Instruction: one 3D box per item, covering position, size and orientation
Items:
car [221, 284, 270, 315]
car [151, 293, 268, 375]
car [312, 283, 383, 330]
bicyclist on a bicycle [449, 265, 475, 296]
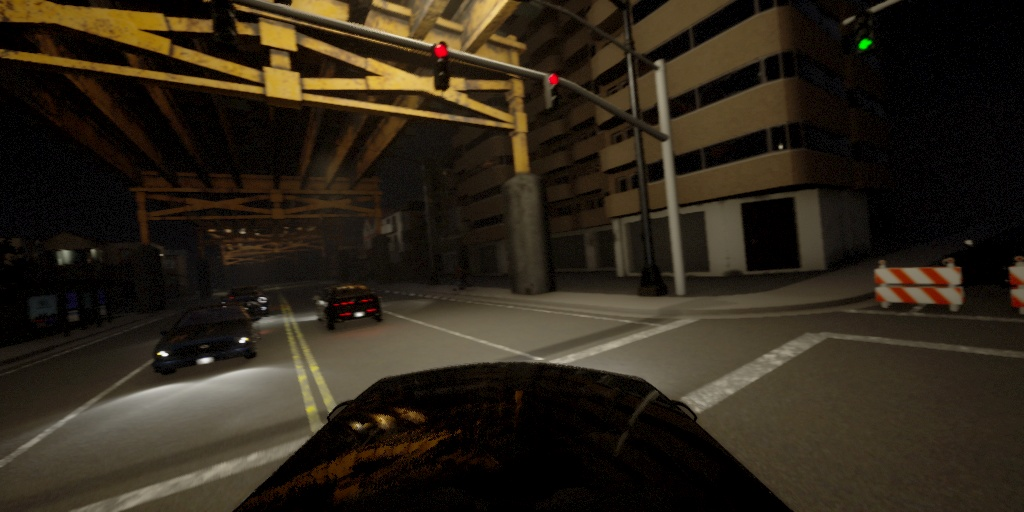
[{"bbox_3d":[-14.898,2.481,20.105,2.097,1.767,4.553,-6,0,-33],"label":"car"},{"bbox_3d":[-8.321,2.073,10.182,2.033,1.411,5.357,-6,0,-34],"label":"car"},{"bbox_3d":[-6.531,1.846,14.158,1.837,1.490,4.892,-6,0,-34],"label":"car"},{"bbox_3d":[-2.853,1.305,19.990,1.656,1.620,0.582,-13,4,-33],"label":"bicyclist on a bicycle"}]
